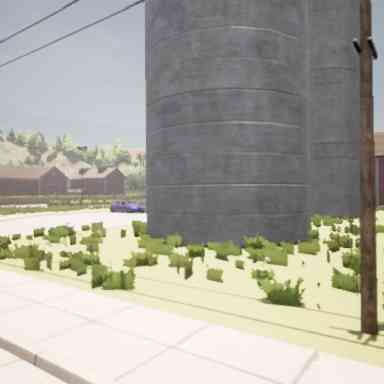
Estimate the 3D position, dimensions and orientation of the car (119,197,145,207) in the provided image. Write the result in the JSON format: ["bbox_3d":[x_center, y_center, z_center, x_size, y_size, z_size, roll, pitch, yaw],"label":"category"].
[{"bbox_3d":[-10.784,1.767,59.796,4.605,1.855,1.932,-1,0,35],"label":"car"}]

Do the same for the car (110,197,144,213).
[{"bbox_3d":[-7.965,1.796,40.712,4.611,1.667,2.242,-1,0,35],"label":"car"}]
